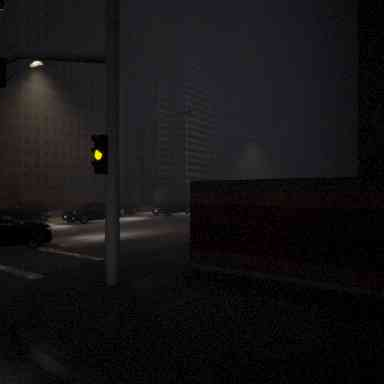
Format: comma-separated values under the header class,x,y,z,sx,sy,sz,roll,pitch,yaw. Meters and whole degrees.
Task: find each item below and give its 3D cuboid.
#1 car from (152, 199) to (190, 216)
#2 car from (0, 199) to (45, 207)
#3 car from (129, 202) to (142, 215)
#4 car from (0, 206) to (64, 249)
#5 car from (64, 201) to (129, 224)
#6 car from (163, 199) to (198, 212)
class,x,y,z,sx,sy,sz,roll,pitch,yaw
car,-1.898,1.491,32.717,2.128,1.511,4.902,0,0,36
car,-12.662,1.352,23.793,2.097,1.767,4.553,0,0,36
car,-7.121,1.547,31.478,2.033,1.411,5.357,0,0,36
car,-7.670,1.491,12.311,2.128,1.511,4.902,0,0,35
car,-7.400,1.505,25.121,1.837,1.490,4.892,0,0,36
car,-1.322,1.564,39.470,1.994,1.385,4.181,0,0,36
